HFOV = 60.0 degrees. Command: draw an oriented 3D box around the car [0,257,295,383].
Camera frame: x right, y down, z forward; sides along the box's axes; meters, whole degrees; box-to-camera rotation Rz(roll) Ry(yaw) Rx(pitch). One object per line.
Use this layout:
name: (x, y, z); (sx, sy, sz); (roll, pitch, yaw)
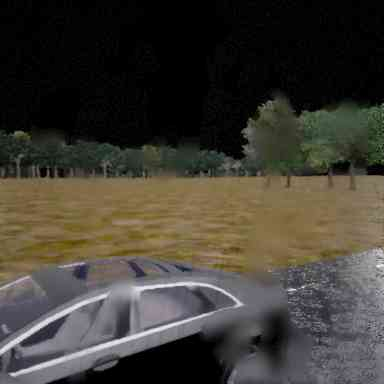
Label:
car: (-1.101, 1.493, 3.181); (4.902, 1.511, 2.128); (0, 0, -35)
